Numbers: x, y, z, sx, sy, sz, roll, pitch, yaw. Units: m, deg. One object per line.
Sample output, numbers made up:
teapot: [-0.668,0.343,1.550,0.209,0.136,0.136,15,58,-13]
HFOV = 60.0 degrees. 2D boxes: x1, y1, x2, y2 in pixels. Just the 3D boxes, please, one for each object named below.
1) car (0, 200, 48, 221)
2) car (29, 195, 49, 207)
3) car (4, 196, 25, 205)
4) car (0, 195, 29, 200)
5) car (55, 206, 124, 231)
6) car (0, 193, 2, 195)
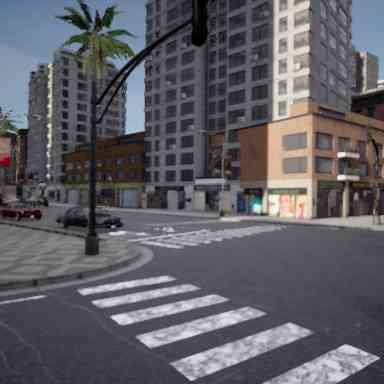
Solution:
car: [-14.170,1.615,27.552,4.718,1.301,1.895,0,0,41]
car: [-22.954,1.347,49.137,4.553,1.767,2.097,1,0,45]
car: [-29.987,1.418,56.030,1.837,1.490,4.892,1,0,-44]
car: [-24.951,1.483,46.541,1.812,1.442,4.674,1,0,-45]
car: [-6.612,1.625,21.091,5.357,1.411,2.033,0,0,40]
car: [-32.028,1.098,53.473,2.150,2.045,5.566,1,0,-44]
